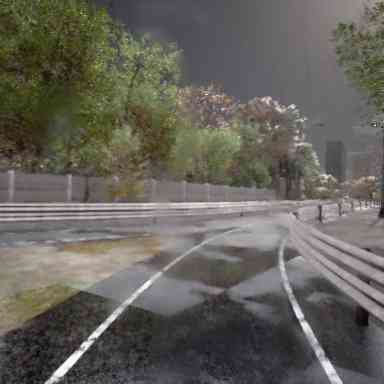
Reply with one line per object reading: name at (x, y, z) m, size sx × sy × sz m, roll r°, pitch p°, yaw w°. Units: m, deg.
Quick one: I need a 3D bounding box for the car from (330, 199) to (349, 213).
car at (20.318, 1.848, 45.971) m, size 2.097 × 1.767 × 4.553 m, roll 2°, pitch 0°, yaw 33°

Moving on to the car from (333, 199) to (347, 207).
car at (30.210, 2.172, 67.774) m, size 1.882 × 1.535 × 5.008 m, roll 2°, pitch 0°, yaw 32°

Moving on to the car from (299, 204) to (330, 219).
car at (11.664, 1.838, 32.219) m, size 1.994 × 1.385 × 4.181 m, roll 2°, pitch 0°, yaw 32°
